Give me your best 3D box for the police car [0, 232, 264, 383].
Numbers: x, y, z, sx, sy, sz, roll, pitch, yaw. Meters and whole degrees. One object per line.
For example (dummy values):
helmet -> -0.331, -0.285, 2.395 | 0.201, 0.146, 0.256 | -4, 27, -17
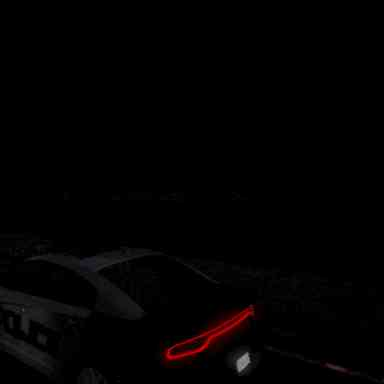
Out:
police car -> -1.611, 1.431, 4.720 | 5.238, 1.638, 1.930 | 0, 0, 36
